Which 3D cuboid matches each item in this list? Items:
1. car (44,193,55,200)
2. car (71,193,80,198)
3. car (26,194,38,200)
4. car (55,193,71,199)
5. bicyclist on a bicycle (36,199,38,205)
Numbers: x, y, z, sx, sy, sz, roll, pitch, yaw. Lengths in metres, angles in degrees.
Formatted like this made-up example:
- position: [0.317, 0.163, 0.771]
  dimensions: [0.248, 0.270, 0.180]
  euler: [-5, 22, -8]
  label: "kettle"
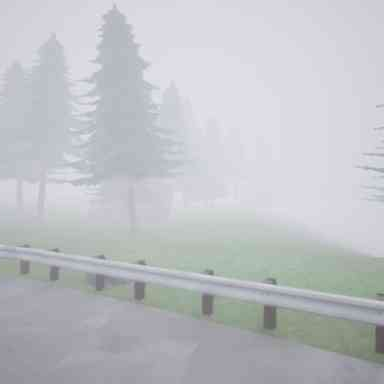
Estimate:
- position: [-35.499, 1.233, 82.438]
  dimensions: [1.882, 1.535, 5.008]
  euler: [0, 0, -10]
  label: "car"
- position: [-28.685, 1.350, 84.262]
  dimensions: [1.895, 1.301, 4.718]
  euler: [0, 0, -10]
  label: "car"
- position: [-38.873, 1.301, 81.372]
  dimensions: [2.033, 1.411, 5.357]
  euler: [0, 0, -10]
  label: "car"
- position: [-32.089, 1.281, 83.335]
  dimensions: [2.128, 1.511, 4.902]
  euler: [0, 0, -10]
  label: "car"
- position: [-24.481, 1.333, 53.437]
  dimensions: [1.656, 1.620, 0.582]
  euler: [4, 1, 11]
  label: "bicyclist on a bicycle"
